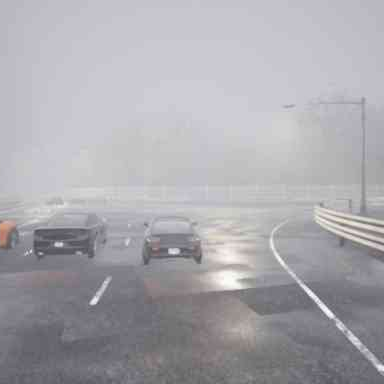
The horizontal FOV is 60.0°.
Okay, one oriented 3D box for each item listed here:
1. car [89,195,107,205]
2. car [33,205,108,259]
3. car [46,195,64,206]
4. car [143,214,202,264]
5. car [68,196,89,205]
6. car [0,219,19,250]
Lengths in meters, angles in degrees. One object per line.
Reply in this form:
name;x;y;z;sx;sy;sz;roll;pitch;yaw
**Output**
car;-16.495;1.298;57.988;2.097;1.767;4.553;0;0;-34
car;-4.423;1.469;12.749;1.882;1.535;5.008;0;0;-7
car;-22.470;1.328;54.341;2.097;1.767;4.553;0;0;-34
car;-0.745;1.504;11.692;1.812;1.442;4.674;0;0;-6
car;-19.499;1.439;56.190;1.882;1.535;5.008;0;0;-34
car;-7.778;1.359;11.386;2.097;1.767;4.553;0;0;-6
